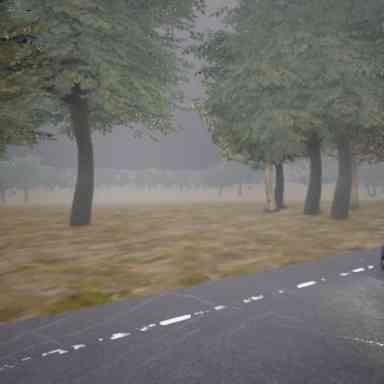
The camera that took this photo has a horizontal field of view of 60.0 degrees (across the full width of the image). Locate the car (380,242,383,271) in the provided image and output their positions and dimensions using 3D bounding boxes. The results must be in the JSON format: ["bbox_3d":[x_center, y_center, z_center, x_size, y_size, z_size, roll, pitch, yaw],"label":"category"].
[{"bbox_3d":[7.030,1.261,8.887,4.553,1.767,2.097,-1,1,-35],"label":"car"}]
